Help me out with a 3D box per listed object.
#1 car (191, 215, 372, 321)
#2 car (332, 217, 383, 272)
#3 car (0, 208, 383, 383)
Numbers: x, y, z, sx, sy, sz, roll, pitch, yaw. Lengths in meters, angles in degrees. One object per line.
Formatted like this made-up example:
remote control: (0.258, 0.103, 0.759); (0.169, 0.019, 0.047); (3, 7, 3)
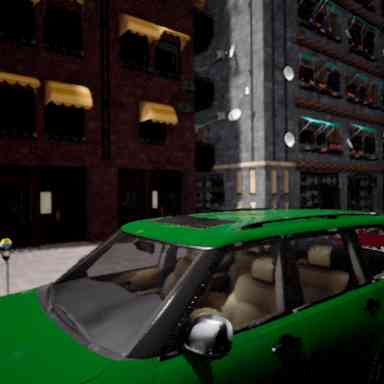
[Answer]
car: (2.227, 1.464, 7.813); (4.097, 1.590, 1.967); (0, -1, -37)
car: (6.688, 1.608, 11.114); (4.206, 1.307, 1.802); (0, -1, -37)
car: (0.141, 1.233, 3.160); (5.566, 2.045, 2.150); (0, 0, -35)
